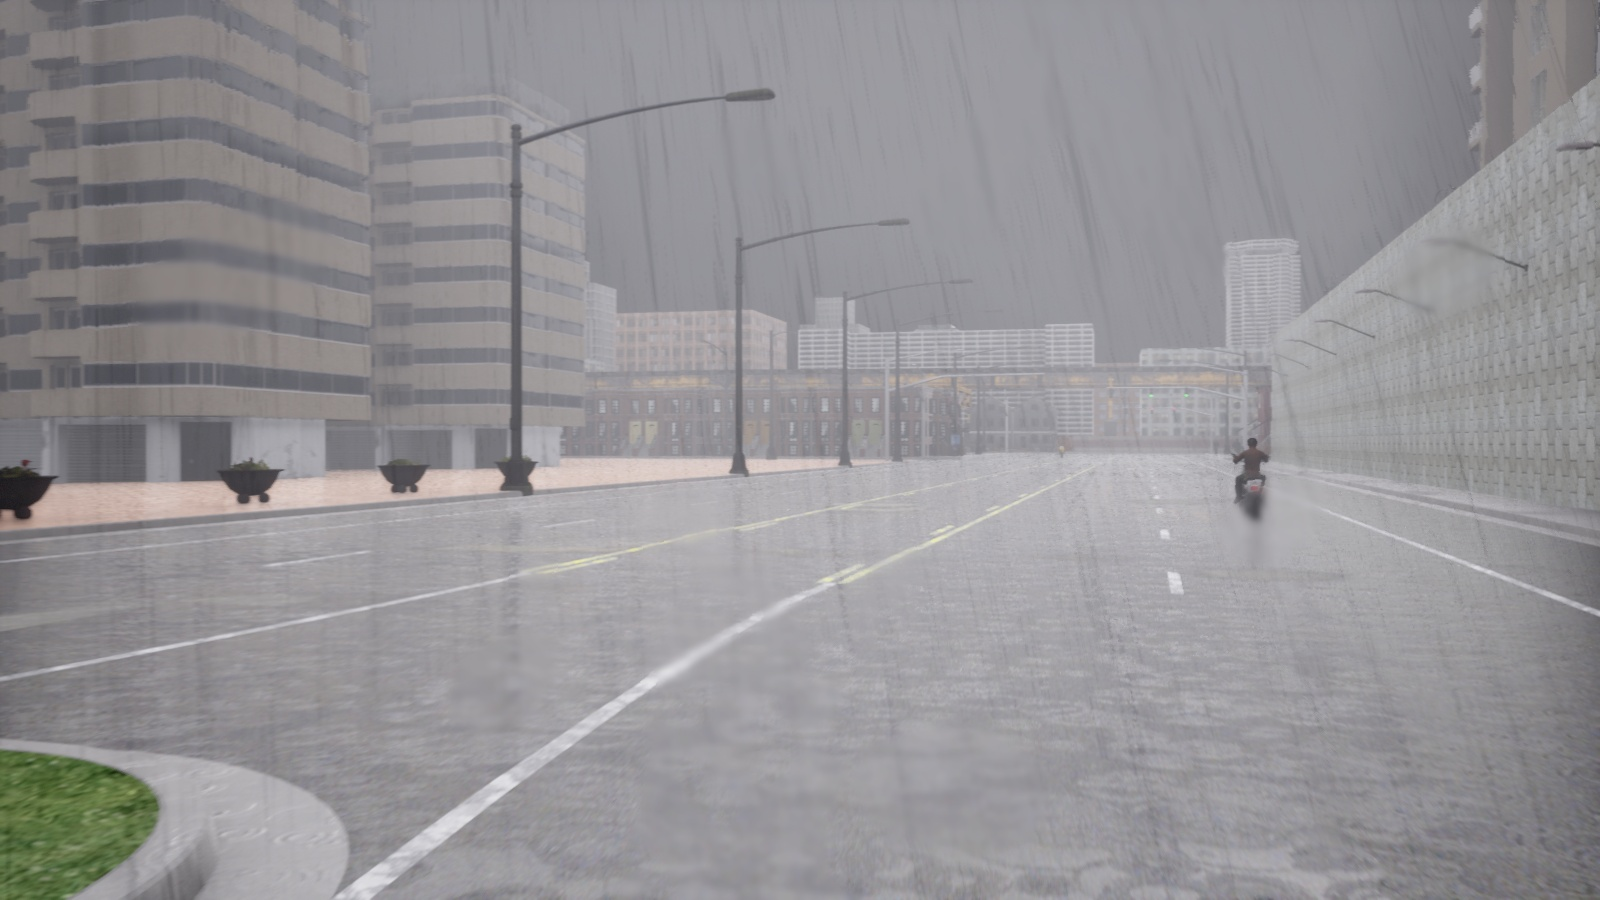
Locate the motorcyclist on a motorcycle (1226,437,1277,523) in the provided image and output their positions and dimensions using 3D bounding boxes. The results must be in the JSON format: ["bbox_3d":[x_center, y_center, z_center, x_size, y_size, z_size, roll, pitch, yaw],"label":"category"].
[{"bbox_3d":[9.021,0.571,25.173,0.766,1.649,2.350,0,0,15],"label":"motorcyclist on a motorcycle"}]
